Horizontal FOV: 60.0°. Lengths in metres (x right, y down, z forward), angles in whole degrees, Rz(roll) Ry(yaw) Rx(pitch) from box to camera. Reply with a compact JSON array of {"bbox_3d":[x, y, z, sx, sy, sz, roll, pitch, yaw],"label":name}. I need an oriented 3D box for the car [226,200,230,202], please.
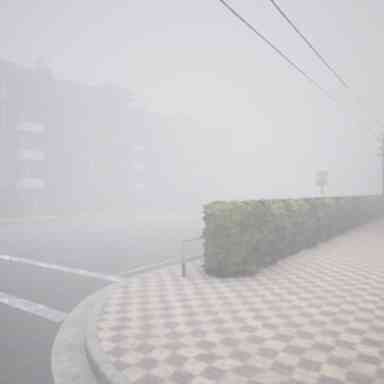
[{"bbox_3d":[5.643,1.873,46.750,1.812,1.442,4.674,-1,-1,36],"label":"car"}]
